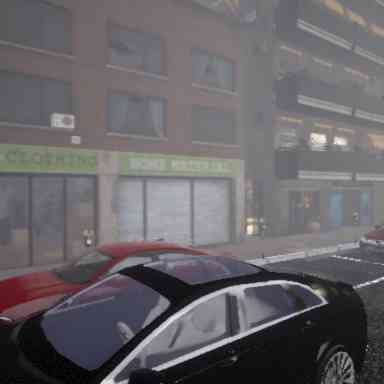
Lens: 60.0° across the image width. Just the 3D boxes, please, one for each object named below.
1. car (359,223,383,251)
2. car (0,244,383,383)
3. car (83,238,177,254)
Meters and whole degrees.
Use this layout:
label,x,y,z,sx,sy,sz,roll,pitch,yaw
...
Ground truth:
label,x,y,z,sx,sy,sz,roll,pitch,yaw
car,7.820,1.596,12.156,4.206,1.307,1.802,0,-1,-36
car,-0.210,1.493,3.227,4.902,1.511,2.128,0,0,-35
car,-1.170,1.547,5.736,4.507,1.381,1.887,0,-1,-36
